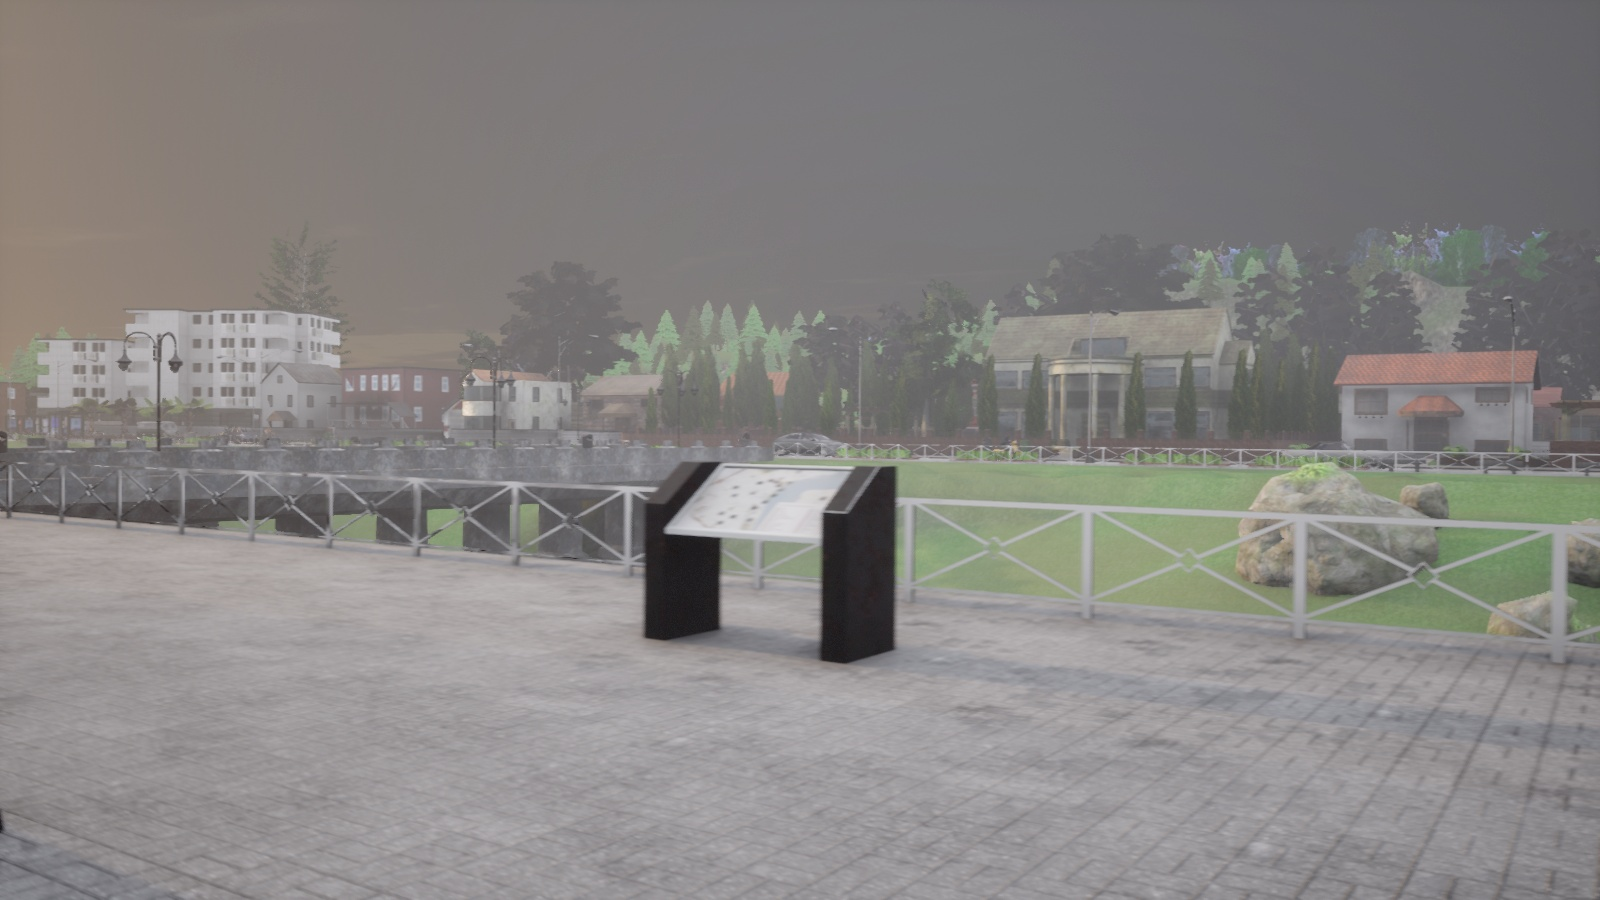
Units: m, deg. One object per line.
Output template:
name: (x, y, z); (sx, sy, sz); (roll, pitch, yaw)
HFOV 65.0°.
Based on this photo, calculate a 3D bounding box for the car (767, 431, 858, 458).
car: (0.699, -0.315, 72.991); (4.902, 1.511, 2.128); (0, 1, 34)

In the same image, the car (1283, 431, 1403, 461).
car: (24.656, -0.170, 57.070); (4.718, 1.301, 1.895); (0, 1, 34)
